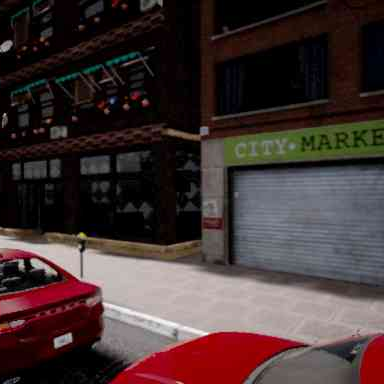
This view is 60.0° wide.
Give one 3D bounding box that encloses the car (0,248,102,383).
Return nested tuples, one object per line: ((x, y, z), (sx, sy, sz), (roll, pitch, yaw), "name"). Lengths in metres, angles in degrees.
((-3.269, 1.538, 5.057), (4.507, 1.381, 1.887), (0, 0, 35), "car")

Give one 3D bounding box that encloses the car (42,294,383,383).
((1.365, 1.545, 1.756), (4.507, 1.381, 1.887), (0, 0, 35), "car")
